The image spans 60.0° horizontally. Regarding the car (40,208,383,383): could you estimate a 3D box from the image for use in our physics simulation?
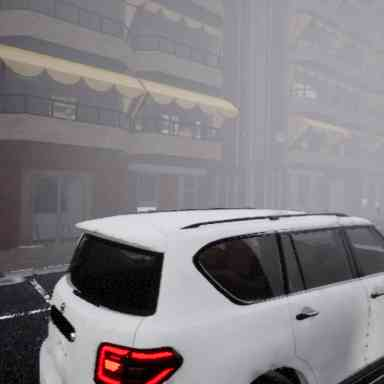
[{"bbox_3d":[1.172,1.225,4.116,5.566,2.045,2.150,0,0,-36],"label":"car"}]
